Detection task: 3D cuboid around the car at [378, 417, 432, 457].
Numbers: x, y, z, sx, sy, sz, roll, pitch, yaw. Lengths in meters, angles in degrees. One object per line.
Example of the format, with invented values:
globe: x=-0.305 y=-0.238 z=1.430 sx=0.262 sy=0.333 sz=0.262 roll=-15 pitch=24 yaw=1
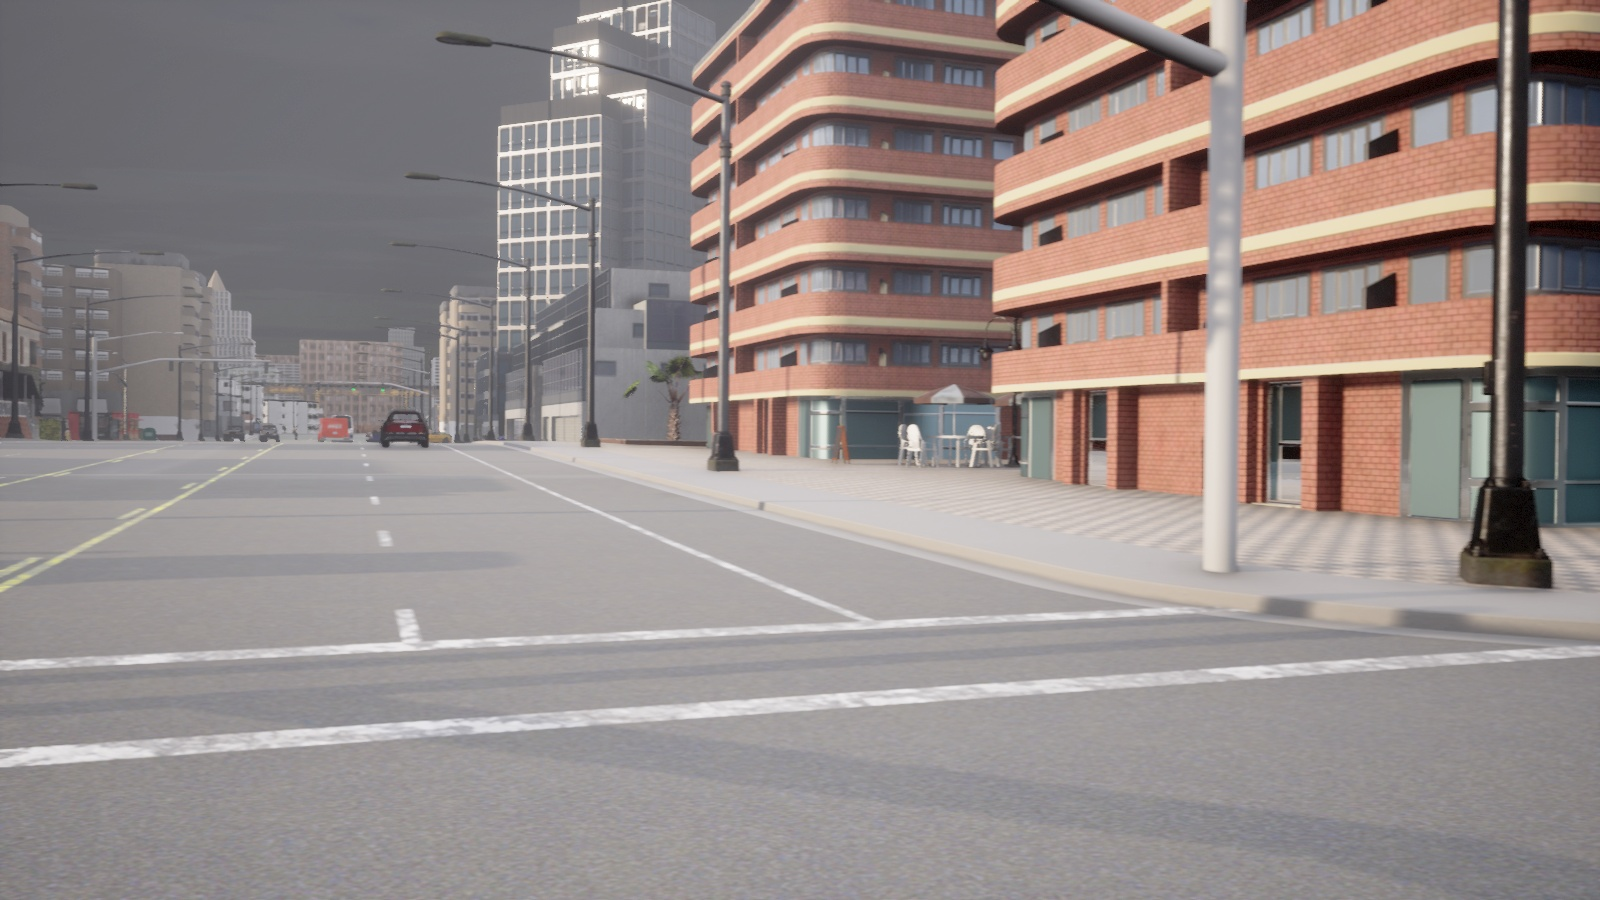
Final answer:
car: x=-17.313 y=-0.599 z=54.946 sx=2.033 sy=1.649 sz=4.856 roll=-1 pitch=1 yaw=-20
